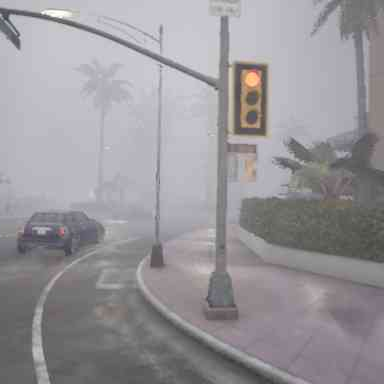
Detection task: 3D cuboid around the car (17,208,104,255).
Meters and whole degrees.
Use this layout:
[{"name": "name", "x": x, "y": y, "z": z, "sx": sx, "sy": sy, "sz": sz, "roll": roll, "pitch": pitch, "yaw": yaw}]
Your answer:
[{"name": "car", "x": -5.388, "y": 1.533, "z": 14.297, "sx": 2.097, "sy": 1.767, "sz": 4.553, "roll": 1, "pitch": -1, "yaw": 3}]

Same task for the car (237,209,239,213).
[{"name": "car", "x": 8.736, "y": 2.652, "z": 48.411, "sx": 4.718, "sy": 1.301, "sz": 1.895, "roll": 2, "pitch": -1, "yaw": -35}]

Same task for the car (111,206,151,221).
[{"name": "car", "x": -6.040, "y": 2.085, "z": 33.398, "sx": 1.994, "sy": 1.385, "sz": 4.181, "roll": 0, "pitch": -1, "yaw": 33}]
